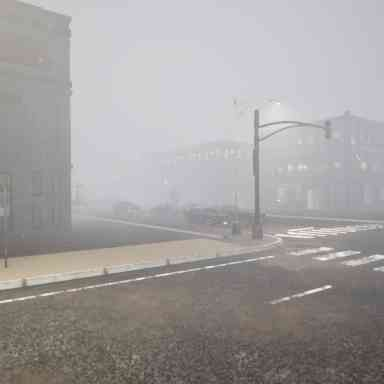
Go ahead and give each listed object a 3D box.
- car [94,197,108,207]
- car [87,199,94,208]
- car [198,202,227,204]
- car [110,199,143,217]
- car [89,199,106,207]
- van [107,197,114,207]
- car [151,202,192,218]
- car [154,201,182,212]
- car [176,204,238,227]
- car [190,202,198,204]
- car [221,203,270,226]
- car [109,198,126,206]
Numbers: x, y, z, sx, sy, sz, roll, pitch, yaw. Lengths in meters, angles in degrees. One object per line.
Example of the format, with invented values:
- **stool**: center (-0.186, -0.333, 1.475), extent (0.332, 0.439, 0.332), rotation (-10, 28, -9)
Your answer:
- **car**: center (-16.207, 1.939, 63.610), extent (2.192, 1.841, 5.009), rotation (-1, 0, -36)
- **car**: center (-19.126, 2.154, 63.263), extent (2.128, 1.511, 4.902), rotation (-1, -1, -36)
- **car**: center (3.103, 1.809, 36.587), extent (2.008, 1.369, 4.403), rotation (-2, 0, -36)
- **car**: center (-6.935, 1.846, 36.217), extent (1.967, 1.590, 4.097), rotation (-1, 0, -36)
- **car**: center (-19.419, 2.227, 68.114), extent (1.887, 1.381, 4.507), rotation (-1, 0, -36)
- **van**: center (-12.989, 1.907, 59.106), extent (1.690, 1.788, 3.998), rotation (-1, 0, -36)
- **car**: center (-2.387, 1.933, 34.327), extent (1.895, 1.301, 4.718), rotation (-1, 0, -36)
- **car**: center (-3.330, 1.966, 45.594), extent (1.802, 1.307, 4.206), rotation (-2, 0, -36)
- **car**: center (1.035, 1.814, 24.856), extent (1.947, 1.339, 4.313), rotation (-2, 0, -36)
- **car**: center (-0.114, 1.903, 41.091), extent (1.802, 1.307, 4.206), rotation (-2, 0, -36)
- **car**: center (3.729, 1.812, 25.765), extent (1.895, 1.301, 4.718), rotation (-1, 0, -36)
- **car**: center (-8.479, 1.928, 42.874), extent (1.882, 1.535, 5.008), rotation (-1, 0, -35)
